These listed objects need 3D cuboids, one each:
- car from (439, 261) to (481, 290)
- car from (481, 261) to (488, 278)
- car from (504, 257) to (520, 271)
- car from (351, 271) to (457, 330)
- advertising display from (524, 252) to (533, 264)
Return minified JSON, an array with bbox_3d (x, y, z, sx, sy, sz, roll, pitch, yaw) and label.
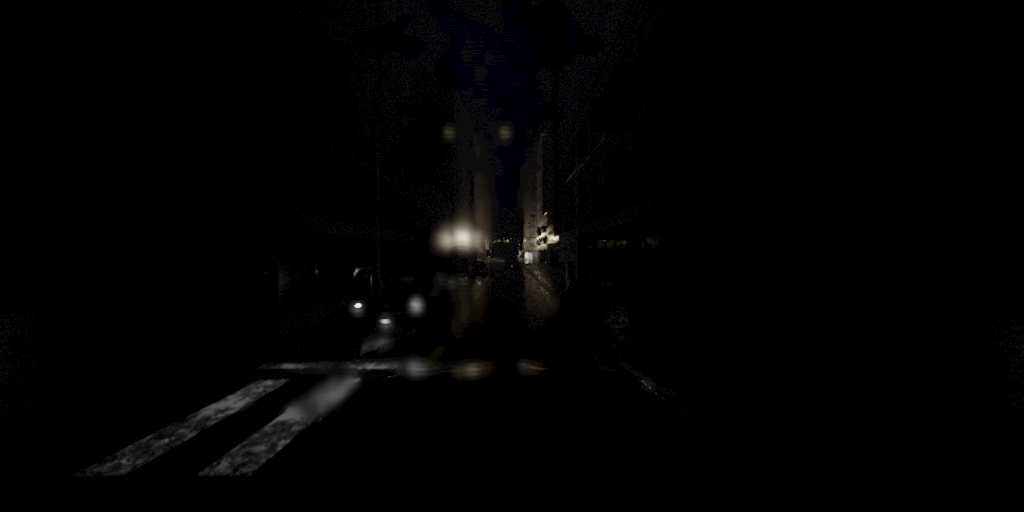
[{"bbox_3d":[-3.133,1.159,21.329,1.837,1.490,4.892,0,0,0],"label":"car"},{"bbox_3d":[-3.148,1.150,31.832,2.033,1.411,5.357,0,0,0],"label":"car"},{"bbox_3d":[0.014,1.110,43.143,1.994,1.385,4.181,0,0,1],"label":"car"},{"bbox_3d":[-3.113,1.306,11.090,1.895,1.301,4.718,0,0,0],"label":"car"},{"bbox_3d":[3.015,0.459,64.887,1.540,2.440,0.280,0,0,0],"label":"advertising display"}]
